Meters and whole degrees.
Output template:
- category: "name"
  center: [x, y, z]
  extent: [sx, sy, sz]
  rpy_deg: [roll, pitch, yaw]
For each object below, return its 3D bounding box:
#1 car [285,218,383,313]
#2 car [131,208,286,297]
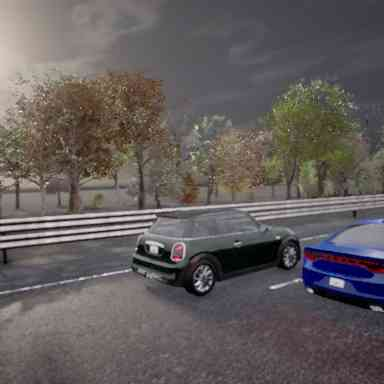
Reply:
- category: "car"
  center: [4.379, 1.274, 6.870]
  extent: [5.008, 1.535, 1.882]
  rpy_deg: [-2, 1, -35]
- category: "car"
  center: [0.816, 1.202, 8.550]
  extent: [4.553, 1.767, 2.097]
  rpy_deg: [-2, 1, -39]
